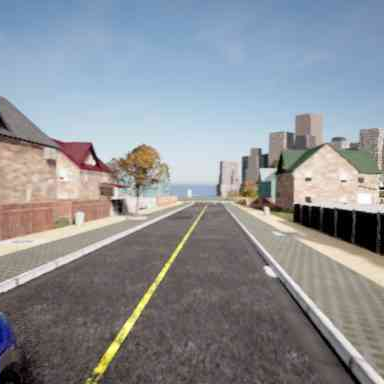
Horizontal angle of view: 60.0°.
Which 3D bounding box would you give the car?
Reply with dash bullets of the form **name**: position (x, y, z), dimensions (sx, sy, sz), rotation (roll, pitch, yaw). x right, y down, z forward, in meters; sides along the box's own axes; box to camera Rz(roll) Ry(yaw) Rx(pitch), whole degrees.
- **car**: position (-2.470, 1.317, 1.059), dimensions (2.097, 1.767, 4.553), rotation (1, 0, -3)
